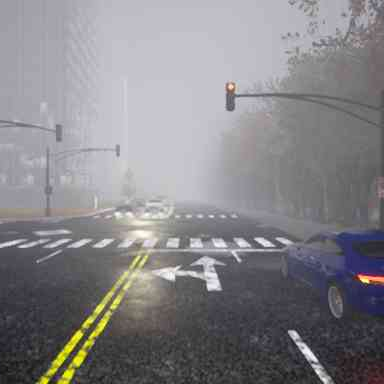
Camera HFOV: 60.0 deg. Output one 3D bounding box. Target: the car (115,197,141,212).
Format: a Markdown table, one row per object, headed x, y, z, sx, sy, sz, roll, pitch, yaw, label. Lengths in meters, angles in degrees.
| x | y | z | sx | sy | sz | roll | pitch | yaw | label |
| --- | --- | --- | --- | --- | --- | --- | --- | --- | --- |
| -7.429 | 1.527 | 38.073 | 2.033 | 1.411 | 5.357 | 0 | 0 | -2 | car |

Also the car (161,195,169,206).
| x | y | z | sx | sy | sz | roll | pitch | yaw | label |
| --- | --- | --- | --- | --- | --- | --- | --- | --- | --- |
| -4.775 | 1.327 | 50.570 | 2.097 | 1.767 | 4.553 | 0 | 0 | -3 | car |

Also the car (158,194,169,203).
| x | y | z | sx | sy | sz | roll | pitch | yaw | label |
| --- | --- | --- | --- | --- | --- | --- | --- | --- | --- |
| -5.863 | 1.330 | 68.952 | 2.097 | 1.767 | 4.553 | 0 | 0 | -4 | car |

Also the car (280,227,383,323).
| x | y | z | sx | sy | sz | roll | pitch | yaw | label |
| --- | --- | --- | --- | --- | --- | --- | --- | --- | --- |
| 3.320 | 1.484 | 7.087 | 1.812 | 1.442 | 4.674 | -3 | -1 | -2 | car |

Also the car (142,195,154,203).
| x | y | z | sx | sy | sz | roll | pitch | yaw | label |
| --- | --- | --- | --- | --- | --- | --- | --- | --- | --- |
| -9.087 | 1.469 | 68.493 | 2.128 | 1.511 | 4.902 | 0 | 0 | -4 | car |

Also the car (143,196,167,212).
| x | y | z | sx | sy | sz | roll | pitch | yaw | label |
| --- | --- | --- | --- | --- | --- | --- | --- | --- | --- |
| -4.161 | 1.505 | 37.849 | 1.812 | 1.442 | 4.674 | 0 | 0 | -1 | car |

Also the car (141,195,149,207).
| x | y | z | sx | sy | sz | roll | pitch | yaw | label |
| --- | --- | --- | --- | --- | --- | --- | --- | --- | --- |
| -7.999 | 1.523 | 50.022 | 2.033 | 1.411 | 5.357 | 0 | 0 | -3 | car |
